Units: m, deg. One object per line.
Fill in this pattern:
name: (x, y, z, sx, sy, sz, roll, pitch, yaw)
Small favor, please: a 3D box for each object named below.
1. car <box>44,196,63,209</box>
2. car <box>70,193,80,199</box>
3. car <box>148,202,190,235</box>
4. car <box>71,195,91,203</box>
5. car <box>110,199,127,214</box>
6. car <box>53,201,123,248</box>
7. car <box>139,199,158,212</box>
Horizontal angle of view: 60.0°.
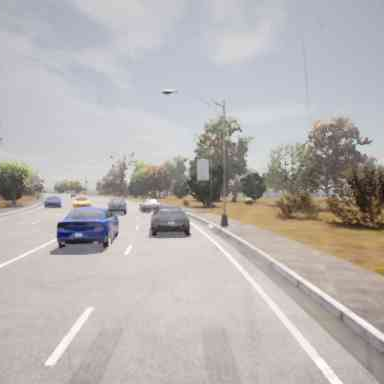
car: (-17.304, 1.216, 41.684, 1.882, 1.535, 5.008, 0, 0, -17)
car: (-26.892, 0.855, 76.240, 1.895, 1.301, 4.718, 0, 0, -24)
car: (-1.251, 1.449, 18.049, 1.994, 1.385, 4.181, 0, 0, -7)
car: (-12.692, 1.238, 38.402, 1.882, 1.535, 5.008, 0, 1, -16)
car: (-7.335, 1.345, 32.444, 2.033, 1.411, 5.357, 0, 0, -13)
car: (-4.336, 1.389, 14.462, 1.882, 1.535, 5.008, 0, 0, -6)
car: (-4.568, 1.376, 35.814, 1.895, 1.301, 4.718, 0, 0, -14)
